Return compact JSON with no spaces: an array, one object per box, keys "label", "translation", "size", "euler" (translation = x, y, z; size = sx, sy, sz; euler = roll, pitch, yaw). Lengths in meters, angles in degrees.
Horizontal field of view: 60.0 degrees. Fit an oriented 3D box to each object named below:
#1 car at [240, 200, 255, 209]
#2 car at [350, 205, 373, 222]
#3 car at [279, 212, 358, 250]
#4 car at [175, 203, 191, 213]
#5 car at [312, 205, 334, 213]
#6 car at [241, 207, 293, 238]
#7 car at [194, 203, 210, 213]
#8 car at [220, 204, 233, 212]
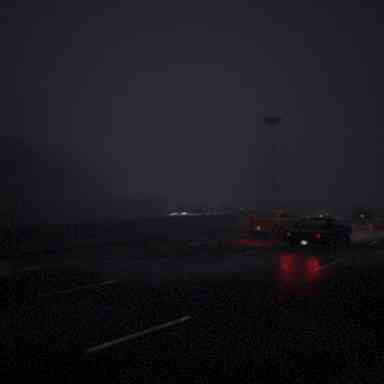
[{"label":"car","translation":[9.332,2.286,55.646],"size":[2.150,2.045,5.566],"euler":[-1,-2,10]},{"label":"car","translation":[16.331,2.021,32.025],"size":[1.812,1.442,4.674],"euler":[-1,-1,26]},{"label":"car","translation":[6.141,1.870,15.815],"size":[1.895,1.301,4.718],"euler":[-2,-2,39]},{"label":"car","translation":[-1.490,2.677,55.195],"size":[1.837,1.490,4.892],"euler":[-1,-2,12]},{"label":"car","translation":[13.358,2.092,33.907],"size":[1.812,1.442,4.674],"euler":[-1,-1,26]},{"label":"car","translation":[5.169,1.851,20.311],"size":[1.882,1.535,5.008],"euler":[-1,-1,37]},{"label":"car","translation":[1.698,2.578,53.491],"size":[1.882,1.535,5.008],"euler":[-1,-1,13]},{"label":"car","translation":[5.863,2.711,56.133],"size":[1.895,1.301,4.718],"euler":[-1,-1,10]}]
